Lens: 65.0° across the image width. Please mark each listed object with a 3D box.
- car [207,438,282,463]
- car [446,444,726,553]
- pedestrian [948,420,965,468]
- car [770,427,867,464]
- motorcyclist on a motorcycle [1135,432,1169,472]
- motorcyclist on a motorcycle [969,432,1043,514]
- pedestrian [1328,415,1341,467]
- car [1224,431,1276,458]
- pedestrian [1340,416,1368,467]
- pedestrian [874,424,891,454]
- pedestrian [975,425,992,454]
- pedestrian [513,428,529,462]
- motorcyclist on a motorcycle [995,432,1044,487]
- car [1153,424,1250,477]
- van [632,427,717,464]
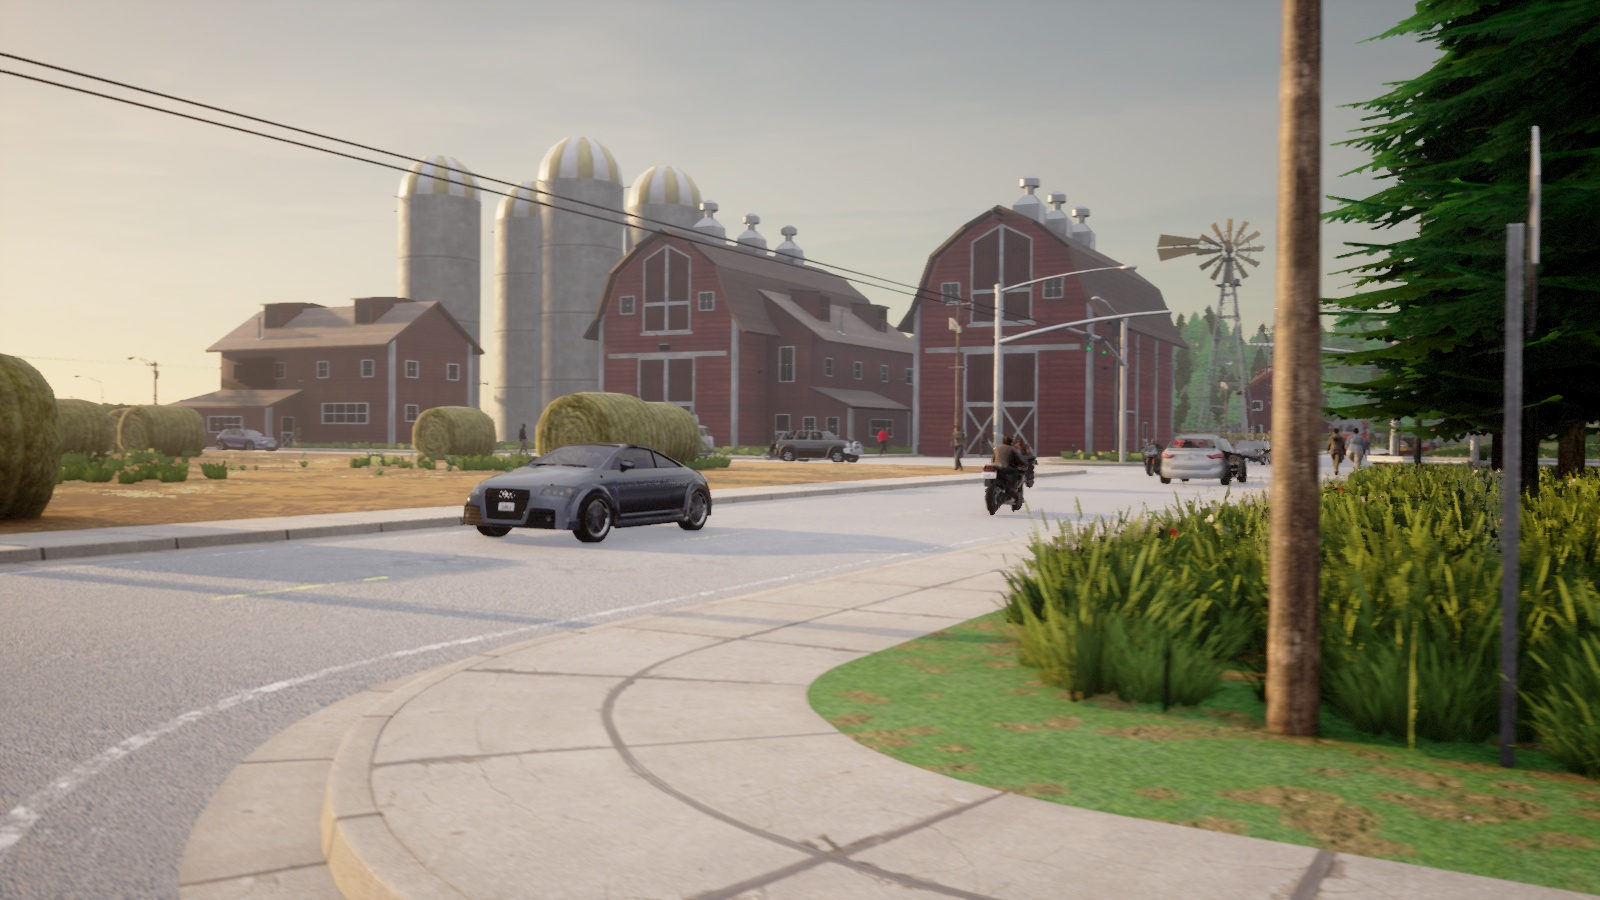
[{"bbox_3d":[-37.748,0.028,85.358,4.856,1.649,2.033,0,1,27],"label":"car"},{"bbox_3d":[-3.057,0.637,18.865,1.994,1.385,4.181,0,1,28],"label":"car"},{"bbox_3d":[5.901,-0.223,47.399,0.328,1.805,0.869,0,1,29],"label":"pedestrian"},{"bbox_3d":[0.951,-0.227,65.287,4.605,1.855,1.932,0,1,27],"label":"car"},{"bbox_3d":[14.095,0.072,50.240,0.866,1.530,2.191,-1,1,27],"label":"motorcyclist on a motorcycle"},{"bbox_3d":[4.057,0.418,24.637,0.797,1.523,2.044,0,1,28],"label":"motorcyclist on a motorcycle"},{"bbox_3d":[19.982,-0.326,46.916,0.396,1.930,0.692,0,1,28],"label":"pedestrian"},{"bbox_3d":[26.028,-0.343,72.540,2.163,1.488,4.792,0,1,28],"label":"car"},{"bbox_3d":[20.328,-0.320,46.073,0.874,1.855,0.900,0,1,27],"label":"pedestrian"},{"bbox_3d":[5.190,-0.706,79.358,0.634,1.844,0.899,0,1,42],"label":"pedestrian"},{"bbox_3d":[11.451,-0.651,78.359,0.899,1.844,0.634,0,1,37],"label":"pedestrian"},{"bbox_3d":[-14.992,-0.263,67.420,0.703,1.840,0.431,0,1,14],"label":"pedestrian"},{"bbox_3d":[6.343,0.259,36.204,0.797,1.523,2.044,0,1,28],"label":"motorcyclist on a motorcycle"},{"bbox_3d":[13.520,-0.018,42.110,2.242,1.667,4.611,0,1,29],"label":"car"},{"bbox_3d":[-6.946,-0.260,69.381,4.442,1.987,1.775,0,1,27],"label":"van"}]
